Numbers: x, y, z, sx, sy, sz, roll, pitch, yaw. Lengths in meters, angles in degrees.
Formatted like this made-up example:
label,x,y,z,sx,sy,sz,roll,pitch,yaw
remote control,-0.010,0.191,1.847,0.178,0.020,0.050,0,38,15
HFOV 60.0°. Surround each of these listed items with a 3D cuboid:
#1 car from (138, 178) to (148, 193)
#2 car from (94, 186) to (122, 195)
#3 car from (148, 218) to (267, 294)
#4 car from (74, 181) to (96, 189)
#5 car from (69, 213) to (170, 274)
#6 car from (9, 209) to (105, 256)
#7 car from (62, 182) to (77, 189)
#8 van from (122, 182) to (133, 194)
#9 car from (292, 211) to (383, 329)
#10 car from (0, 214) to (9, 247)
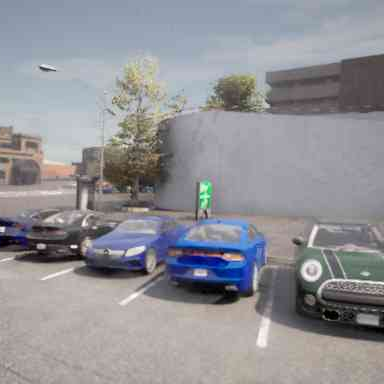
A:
label,x,y,z,sx,sy,sz,roll,pitch,yaw
car,-10.078,-0.893,61.320,5.566,2.045,2.435,5,8,38
car,-15.131,-0.323,58.158,5.008,1.535,2.097,4,7,38
car,0.887,1.458,8.864,2.097,1.535,5.008,0,-1,17
car,-23.490,-1.584,72.912,4.792,1.488,2.163,2,5,36
car,-1.473,1.483,10.635,2.002,1.452,4.674,1,-1,18
car,-3.833,1.428,12.418,2.231,1.521,4.892,0,-1,18
car,-25.956,-1.411,71.280,4.674,1.452,2.002,2,5,36
van,-12.496,-0.700,59.651,4.442,1.987,1.878,5,7,38
car,3.286,1.351,7.156,2.185,1.767,4.553,1,0,16
car,-6.154,1.444,14.266,2.163,1.488,4.792,0,-1,18
